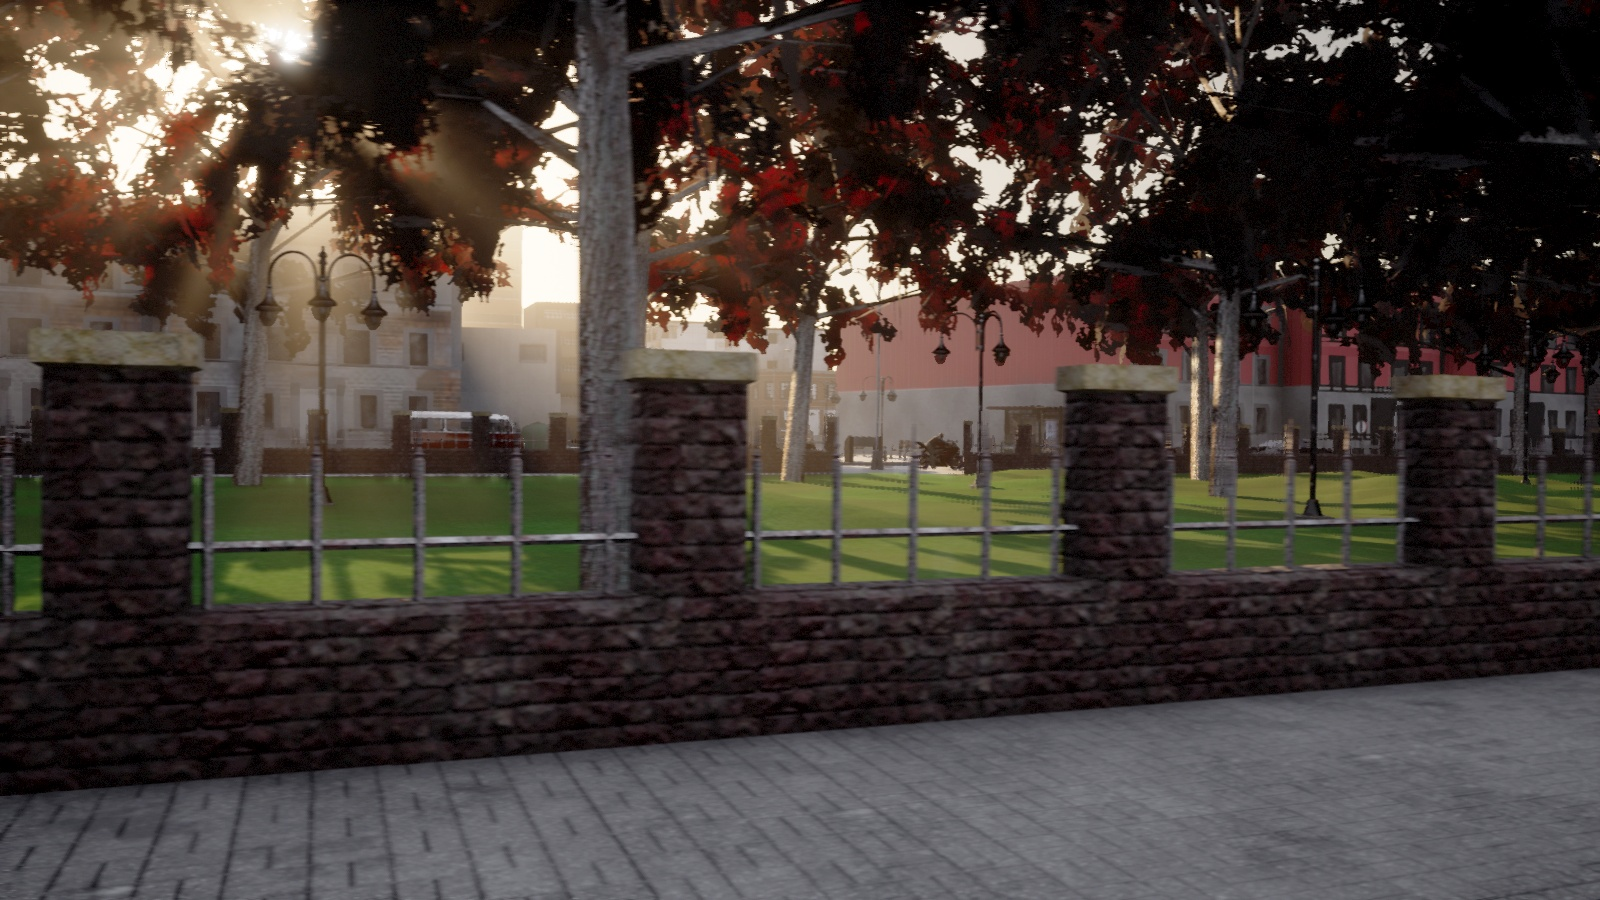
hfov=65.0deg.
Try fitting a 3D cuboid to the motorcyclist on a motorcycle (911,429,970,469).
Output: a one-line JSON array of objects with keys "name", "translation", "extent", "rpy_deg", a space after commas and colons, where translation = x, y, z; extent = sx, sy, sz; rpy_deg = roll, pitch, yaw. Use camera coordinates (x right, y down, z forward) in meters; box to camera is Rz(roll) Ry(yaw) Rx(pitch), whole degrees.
[{"name": "motorcyclist on a motorcycle", "translation": [5.603, -0.042, 50.067], "extent": [2.191, 1.530, 0.866], "rpy_deg": [-1, 1, -21]}]

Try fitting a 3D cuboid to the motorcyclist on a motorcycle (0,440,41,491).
[{"name": "motorcyclist on a motorcycle", "translation": [-24.664, 0.473, 38.551], "extent": [2.191, 1.530, 0.866], "rpy_deg": [-1, 1, -21]}]

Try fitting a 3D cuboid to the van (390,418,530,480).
[{"name": "van", "translation": [-11.771, -0.058, 43.461], "extent": [4.480, 2.038, 2.069], "rpy_deg": [-1, 1, -21]}]

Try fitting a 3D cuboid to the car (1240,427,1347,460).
[{"name": "car", "translation": [22.119, -0.294, 56.344], "extent": [4.181, 1.385, 1.994], "rpy_deg": [-1, 1, -20]}]
